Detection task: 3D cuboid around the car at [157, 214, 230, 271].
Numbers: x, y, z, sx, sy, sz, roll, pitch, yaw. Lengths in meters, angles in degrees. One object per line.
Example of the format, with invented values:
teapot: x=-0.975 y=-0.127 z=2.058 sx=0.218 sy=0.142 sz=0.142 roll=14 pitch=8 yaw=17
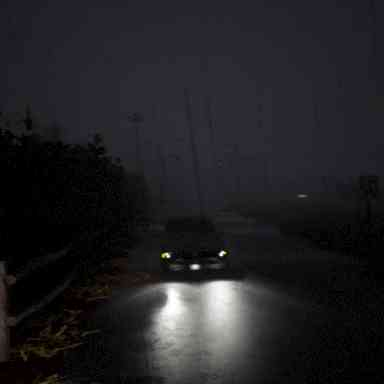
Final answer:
car: x=-0.081 y=1.452 z=10.883 sx=2.033 sy=1.411 sz=5.357 roll=-1 pitch=0 yaw=-3
